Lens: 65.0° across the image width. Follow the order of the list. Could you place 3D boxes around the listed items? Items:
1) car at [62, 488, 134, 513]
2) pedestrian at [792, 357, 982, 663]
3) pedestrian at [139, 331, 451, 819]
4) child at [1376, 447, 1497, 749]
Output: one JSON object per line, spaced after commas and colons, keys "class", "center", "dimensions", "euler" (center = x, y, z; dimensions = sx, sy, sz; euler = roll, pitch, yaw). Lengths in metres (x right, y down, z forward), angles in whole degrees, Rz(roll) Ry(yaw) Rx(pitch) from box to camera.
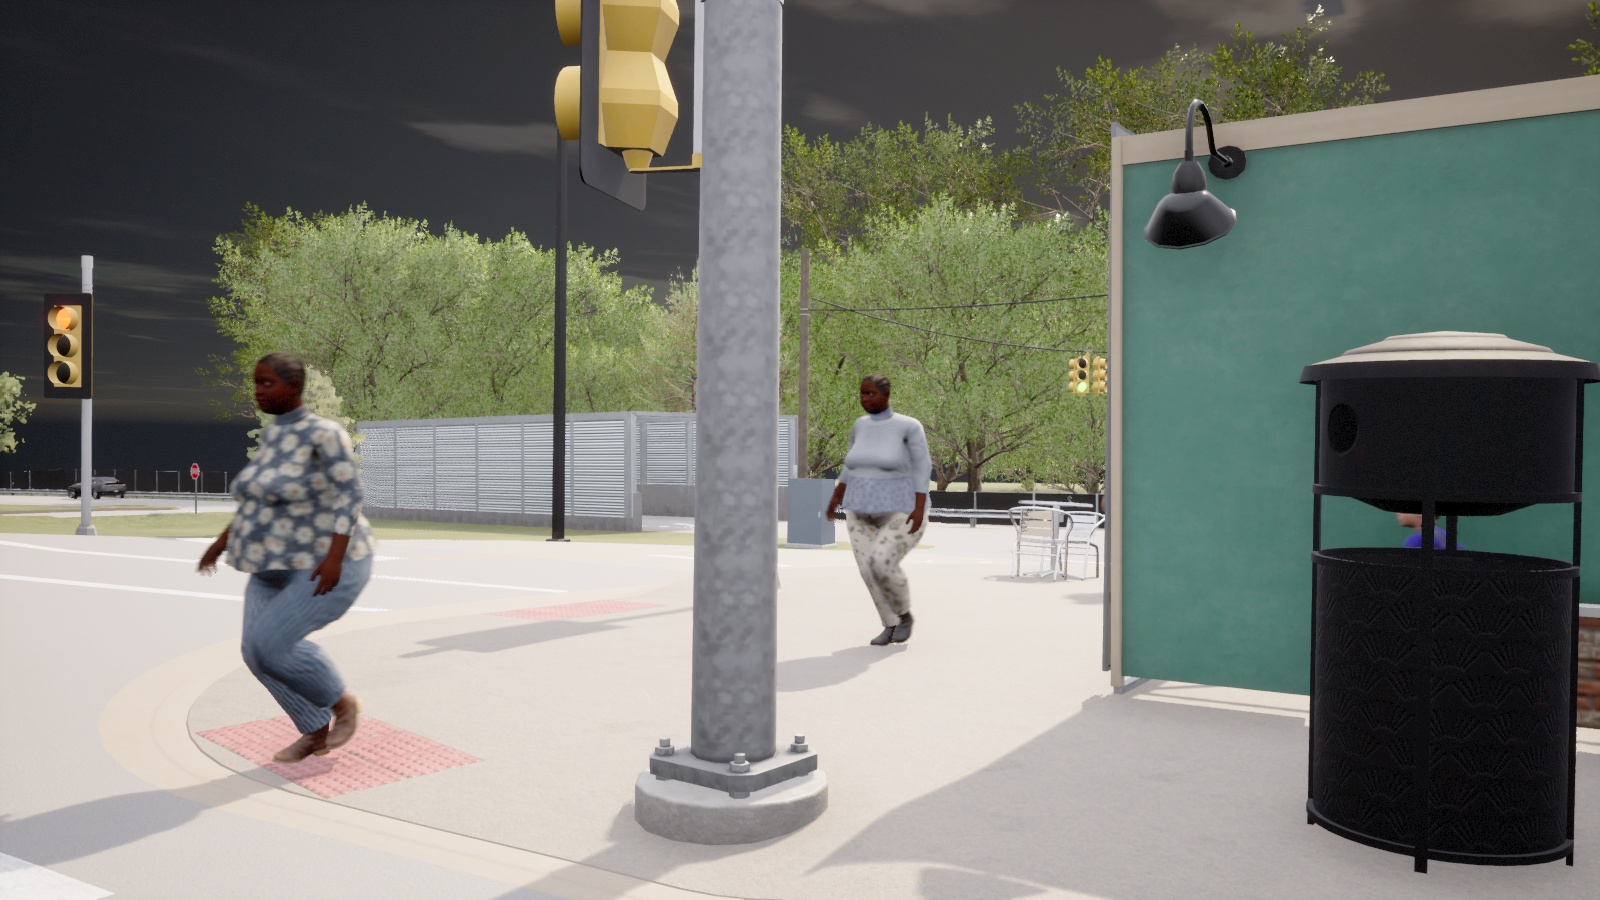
{"class": "car", "center": [-46.978, 3.353, 83.988], "dimensions": [4.902, 1.511, 2.128], "euler": [-2, 0, 33]}
{"class": "pedestrian", "center": [0.575, 0.355, 8.237], "dimensions": [0.874, 1.855, 0.900], "euler": [0, 1, 40]}
{"class": "pedestrian", "center": [-2.151, 0.467, 5.388], "dimensions": [0.874, 1.855, 0.900], "euler": [0, 1, 37]}
{"class": "child", "center": [2.786, 0.621, 5.495], "dimensions": [0.437, 1.263, 0.270], "euler": [0, 1, 34]}
